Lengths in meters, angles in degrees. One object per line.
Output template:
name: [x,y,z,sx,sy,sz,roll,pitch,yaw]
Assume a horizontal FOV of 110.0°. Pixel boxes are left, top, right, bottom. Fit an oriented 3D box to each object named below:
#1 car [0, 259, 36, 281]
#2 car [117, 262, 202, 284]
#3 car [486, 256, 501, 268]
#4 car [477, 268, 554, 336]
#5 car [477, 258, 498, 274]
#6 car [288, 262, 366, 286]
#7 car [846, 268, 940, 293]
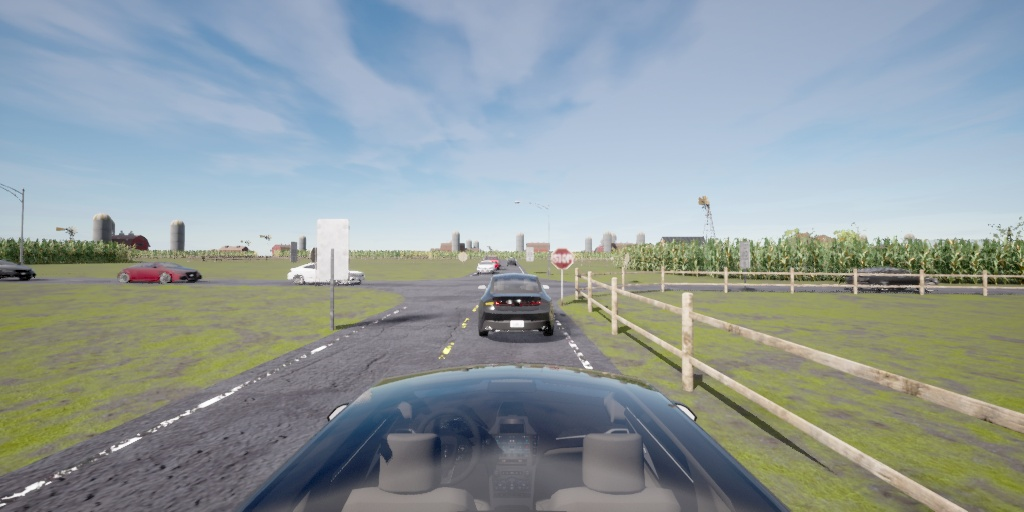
car: [-34.250,0.883,23.354,4.892,1.490,1.837,0,-1,0]
car: [-22.799,1.058,23.320,4.181,1.385,1.994,1,-1,0]
car: [-2.891,0.950,51.155,2.150,2.045,5.566,0,0,0]
car: [0.066,1.256,10.355,1.837,1.490,4.892,0,0,-1]
car: [-2.881,1.264,40.597,1.812,1.442,4.674,0,0,0]
car: [-11.844,1.134,23.004,4.674,1.442,1.812,1,-1,4]
car: [24.550,1.534,23.196,4.892,1.490,1.837,1,-1,0]
